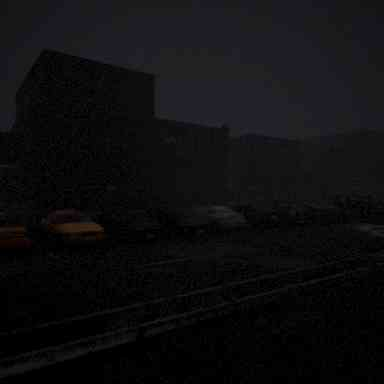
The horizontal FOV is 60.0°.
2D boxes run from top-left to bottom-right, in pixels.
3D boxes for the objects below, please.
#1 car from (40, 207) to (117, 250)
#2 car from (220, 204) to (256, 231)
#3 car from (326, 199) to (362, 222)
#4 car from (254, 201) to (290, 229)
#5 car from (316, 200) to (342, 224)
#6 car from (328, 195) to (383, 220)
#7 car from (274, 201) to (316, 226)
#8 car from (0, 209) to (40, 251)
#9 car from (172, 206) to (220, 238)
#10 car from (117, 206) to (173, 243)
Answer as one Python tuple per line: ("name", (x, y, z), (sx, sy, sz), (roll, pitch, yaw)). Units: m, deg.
("car", (-5.393, 1.474, 14.722), (1.946, 1.575, 5.366), (0, 0, -36))
("car", (1.194, 1.531, 19.667), (2.002, 1.452, 4.674), (0, 0, -36))
("car", (10.204, 1.555, 26.088), (2.163, 1.488, 4.792), (0, 0, -36))
("car", (3.447, 1.527, 21.320), (2.163, 1.488, 4.792), (0, 0, -36))
("car", (7.950, 1.515, 24.503), (2.097, 1.535, 5.008), (0, 0, -36))
("car", (12.413, 1.287, 27.742), (2.435, 2.045, 5.566), (0, 0, -36))
("car", (5.724, 1.380, 22.876), (2.185, 1.767, 4.553), (0, 0, -36))
("car", (-7.855, 1.471, 13.414), (1.946, 1.575, 5.366), (0, 0, -36))
("car", (-1.003, 1.514, 18.060), (2.163, 1.488, 4.792), (0, 0, -36))
("car", (-3.243, 1.510, 16.455), (2.163, 1.488, 4.792), (0, 0, -36))
